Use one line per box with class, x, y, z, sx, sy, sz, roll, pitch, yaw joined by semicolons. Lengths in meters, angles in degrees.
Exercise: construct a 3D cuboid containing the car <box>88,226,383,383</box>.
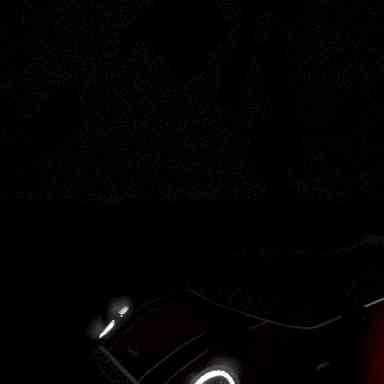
car;1.185;1.356;3.902;4.553;1.767;2.097;0;0;-35
